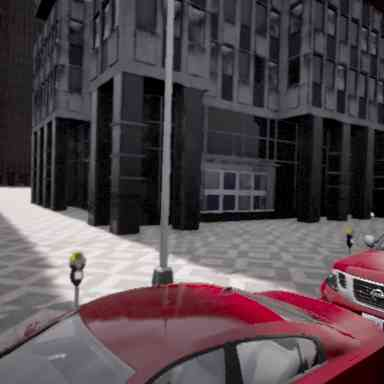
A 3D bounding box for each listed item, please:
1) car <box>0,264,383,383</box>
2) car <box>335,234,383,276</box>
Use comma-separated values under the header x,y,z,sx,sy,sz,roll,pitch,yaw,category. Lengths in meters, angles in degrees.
x,y,z,sx,sy,sz,roll,pitch,yaw,category
-0.343,1.480,2.386,4.507,1.381,1.887,1,1,-34,car
4.337,1.320,5.531,5.009,1.841,2.192,1,1,-34,car
